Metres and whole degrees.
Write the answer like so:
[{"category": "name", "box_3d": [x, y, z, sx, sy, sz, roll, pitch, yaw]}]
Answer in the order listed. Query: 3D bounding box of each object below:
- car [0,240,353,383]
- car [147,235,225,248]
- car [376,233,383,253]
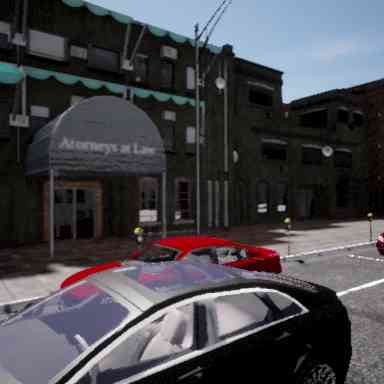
[{"category": "car", "box_3d": [-0.484, 1.507, 3.024, 4.902, 1.511, 2.128, 0, 0, -36]}, {"category": "car", "box_3d": [-0.170, 1.580, 6.446, 4.507, 1.381, 1.887, 0, -1, -36]}, {"category": "car", "box_3d": [8.839, 1.680, 12.923, 4.206, 1.307, 1.802, 0, -1, -36]}]
